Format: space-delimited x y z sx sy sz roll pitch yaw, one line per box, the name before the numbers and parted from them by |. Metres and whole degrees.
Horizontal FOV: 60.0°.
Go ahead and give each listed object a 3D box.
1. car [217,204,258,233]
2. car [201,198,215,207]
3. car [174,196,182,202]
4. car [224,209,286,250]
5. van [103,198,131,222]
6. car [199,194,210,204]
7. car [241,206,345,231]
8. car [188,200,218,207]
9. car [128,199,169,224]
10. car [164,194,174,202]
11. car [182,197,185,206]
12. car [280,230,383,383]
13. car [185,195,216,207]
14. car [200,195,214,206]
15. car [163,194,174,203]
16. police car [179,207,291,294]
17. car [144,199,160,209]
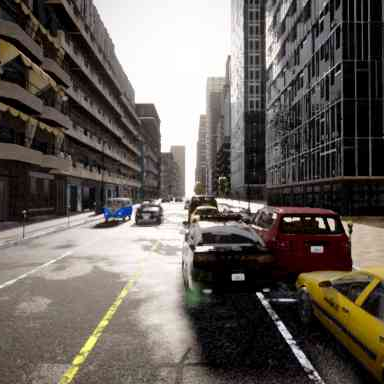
car | 2.656 1.558 20.591 1.887 1.381 4.507 1 0 0
car | 2.580 1.645 53.727 1.947 1.339 4.313 1 0 0
car | -3.179 1.641 79.233 1.882 1.535 5.008 0 0 0
car | 2.668 1.574 15.067 1.947 1.339 4.313 1 0 0
van | -5.734 1.361 26.096 1.690 1.788 3.998 1 0 0
car | 2.545 1.445 70.297 2.192 1.841 5.009 1 0 0
car | 2.684 1.319 9.545 2.192 1.841 5.009 1 0 0
car | 0.810 1.468 19.086 1.801 1.575 5.366 0 0 0
car | -3.157 1.511 25.344 2.128 1.511 4.902 0 0 0
car | -5.873 1.511 86.847 2.192 1.841 5.009 1 0 0
car | -0.096 1.586 46.791 1.812 1.442 4.674 0 0 0
car | 2.693 1.527 4.193 1.752 1.417 4.829 1 0 0
car | 0.772 1.241 24.948 2.150 2.045 5.566 0 0 -1
car | 2.570 1.410 59.251 2.192 1.841 5.009 1 0 0
car | -5.850 1.695 75.800 1.887 1.381 4.507 1 0 0
police car | 0.718 1.429 8.957 1.930 1.638 5.238 0 0 -4
car | -5.788 1.646 48.186 1.802 1.307 4.206 1 0 0
